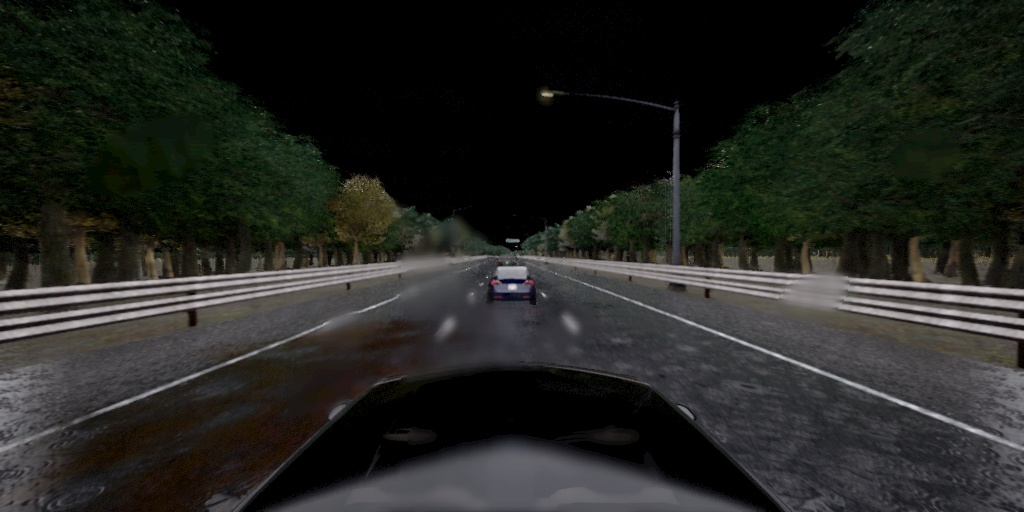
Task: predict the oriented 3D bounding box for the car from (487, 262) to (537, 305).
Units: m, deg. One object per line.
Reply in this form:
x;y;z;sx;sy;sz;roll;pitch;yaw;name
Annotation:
-0.013;1.192;15.795;2.163;1.488;4.792;0;0;-1;car

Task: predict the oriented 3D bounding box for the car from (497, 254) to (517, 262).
-0.564;0.804;40.920;2.150;2.045;5.566;0;0;-1;car
